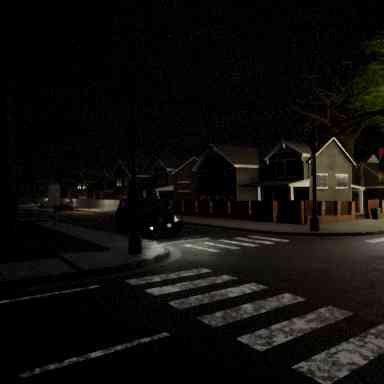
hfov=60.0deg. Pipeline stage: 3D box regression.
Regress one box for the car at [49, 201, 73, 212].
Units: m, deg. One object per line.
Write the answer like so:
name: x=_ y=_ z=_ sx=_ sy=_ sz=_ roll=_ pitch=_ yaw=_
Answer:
car: x=-18.235 y=1.985 z=47.025 sx=2.128 sy=1.511 sz=4.902 roll=-1 pitch=0 yaw=-34

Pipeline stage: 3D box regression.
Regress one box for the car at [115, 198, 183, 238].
car: x=-2.706 y=1.412 z=19.562 sx=2.150 sy=2.045 sz=5.566 roll=-1 pitch=0 yaw=-34

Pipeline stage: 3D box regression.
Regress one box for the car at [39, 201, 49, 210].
car: x=-24.210 y=2.187 z=55.555 sx=1.994 sy=1.385 sz=4.181 roll=-1 pitch=0 yaw=-35
